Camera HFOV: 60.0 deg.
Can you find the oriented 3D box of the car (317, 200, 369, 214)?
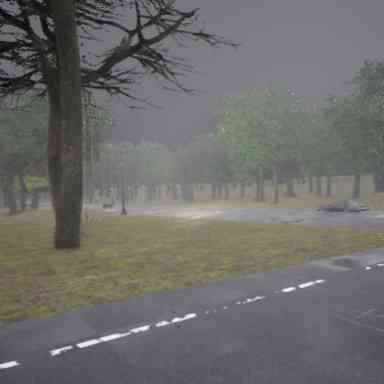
[{"bbox_3d":[16.589,1.657,36.891,2.033,1.411,5.357,-4,1,-36],"label":"car"}]

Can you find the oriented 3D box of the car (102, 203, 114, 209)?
[{"bbox_3d":[-20.099,3.309,79.835,1.895,1.301,4.718,-4,1,-28],"label":"car"}]
